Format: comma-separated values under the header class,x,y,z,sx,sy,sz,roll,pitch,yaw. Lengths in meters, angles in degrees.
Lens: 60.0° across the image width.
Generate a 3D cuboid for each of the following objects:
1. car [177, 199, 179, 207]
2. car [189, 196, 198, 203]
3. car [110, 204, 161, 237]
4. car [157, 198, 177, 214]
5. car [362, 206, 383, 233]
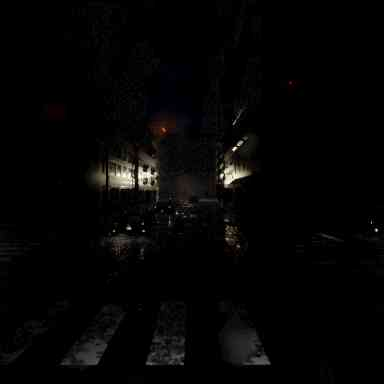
class,x,y,z,sx,sy,sz,roll,pitch,yaw
car,-2.935,1.630,50.340,1.895,1.301,4.718,0,0,0
car,0.297,1.546,71.084,1.882,1.535,5.008,0,0,0
car,-3.045,1.565,18.028,1.994,1.385,4.181,0,0,0
car,-2.988,1.612,35.751,1.895,1.301,4.718,0,0,0
car,11.369,1.383,15.707,5.357,1.411,2.033,-1,0,0
